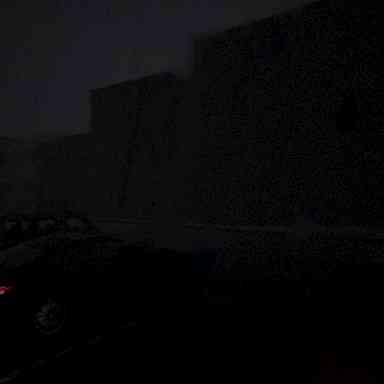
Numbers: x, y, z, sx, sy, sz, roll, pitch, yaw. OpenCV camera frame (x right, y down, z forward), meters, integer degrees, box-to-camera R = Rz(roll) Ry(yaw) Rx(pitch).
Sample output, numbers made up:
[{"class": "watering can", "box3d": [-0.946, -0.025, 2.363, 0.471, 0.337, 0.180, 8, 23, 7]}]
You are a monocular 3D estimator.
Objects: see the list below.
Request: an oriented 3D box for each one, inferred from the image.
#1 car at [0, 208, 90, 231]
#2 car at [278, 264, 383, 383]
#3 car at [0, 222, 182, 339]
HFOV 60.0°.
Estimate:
[{"class": "car", "box3d": [-4.366, 1.347, 8.297, 2.185, 1.767, 4.553, 0, 0, 35]}, {"class": "car", "box3d": [2.431, 1.510, 3.448, 2.163, 1.488, 4.792, 0, 0, 35]}, {"class": "car", "box3d": [-2.120, 1.515, 6.654, 2.002, 1.452, 4.674, 0, 0, 35]}]
